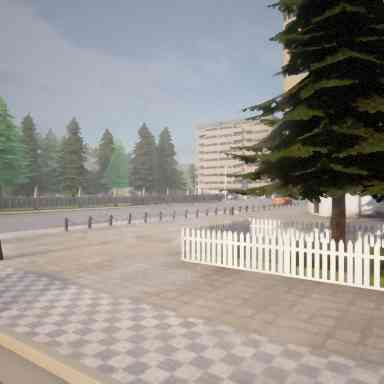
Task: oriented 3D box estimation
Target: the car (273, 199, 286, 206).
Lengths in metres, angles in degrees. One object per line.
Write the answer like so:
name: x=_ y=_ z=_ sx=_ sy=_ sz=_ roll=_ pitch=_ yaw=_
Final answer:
car: x=15.474 y=1.352 z=56.669 sx=2.097 sy=1.767 sz=4.553 roll=0 pitch=0 yaw=36
